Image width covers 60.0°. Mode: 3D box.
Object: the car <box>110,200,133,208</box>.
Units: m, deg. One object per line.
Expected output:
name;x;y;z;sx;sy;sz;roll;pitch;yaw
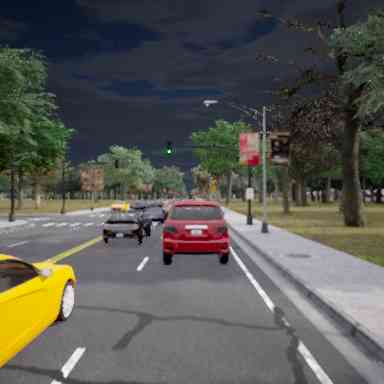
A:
car;-9.848;2.036;45.762;1.882;1.535;5.008;0;-1;0

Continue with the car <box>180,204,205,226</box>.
car;0.069;1.808;27.342;1.882;1.535;5.008;0;-1;0

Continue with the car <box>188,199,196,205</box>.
car;-0.019;2.472;85.051;2.128;1.511;4.902;0;-1;0

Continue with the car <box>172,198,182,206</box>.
car;-3.267;2.290;75.023;2.097;1.767;4.553;0;-1;0

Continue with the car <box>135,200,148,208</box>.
car;-9.786;2.310;65.058;1.837;1.490;4.892;0;-1;0

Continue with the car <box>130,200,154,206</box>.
car;-6.608;2.141;44.314;1.895;1.301;4.718;0;-1;0

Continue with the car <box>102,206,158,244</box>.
car;-3.153;1.696;16.929;2.128;1.511;4.902;0;-1;0

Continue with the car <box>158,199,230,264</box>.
car;0.104;1.367;12.585;2.150;2.045;5.566;0;-1;-1

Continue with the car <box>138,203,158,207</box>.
car;-3.154;1.908;28.380;1.994;1.385;4.181;0;-1;0

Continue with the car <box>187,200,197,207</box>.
car;-0.017;2.469;74.635;2.033;1.411;5.357;0;-1;0

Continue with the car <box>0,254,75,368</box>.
car;-3.152;1.532;4.406;1.882;1.535;5.008;0;-1;0

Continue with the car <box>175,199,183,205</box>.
car;-3.269;2.543;85.080;1.895;1.301;4.718;0;-1;0

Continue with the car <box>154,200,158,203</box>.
car;-6.600;2.208;53.921;2.033;1.411;5.357;0;-1;0

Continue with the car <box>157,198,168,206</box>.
car;-6.517;2.267;74.284;2.097;1.767;4.553;0;-1;0

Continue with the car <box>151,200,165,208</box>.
car;-6.548;2.339;64.050;2.033;1.411;5.357;0;-1;0
